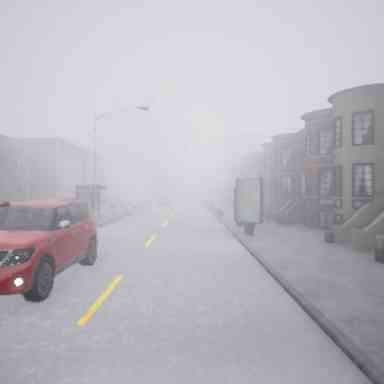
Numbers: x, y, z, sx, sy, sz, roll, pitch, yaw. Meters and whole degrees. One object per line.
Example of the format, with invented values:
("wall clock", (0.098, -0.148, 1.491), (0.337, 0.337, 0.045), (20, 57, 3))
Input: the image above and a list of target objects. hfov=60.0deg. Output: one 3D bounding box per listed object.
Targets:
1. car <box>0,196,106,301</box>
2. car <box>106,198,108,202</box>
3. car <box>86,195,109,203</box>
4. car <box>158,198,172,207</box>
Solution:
("car", (-4.102, 1.225, 8.654), (2.150, 2.045, 5.566), (0, 0, 0))
("car", (-19.330, 1.368, 65.934), (4.611, 1.667, 2.242), (0, 0, 10))
("car", (-19.474, 1.437, 68.885), (4.193, 1.474, 1.816), (0, 0, 10))
("car", (-4.055, 1.563, 50.642), (2.033, 1.411, 5.357), (0, 0, 1))
